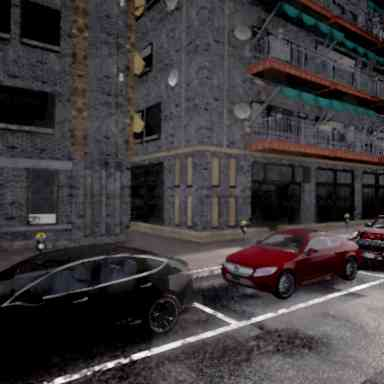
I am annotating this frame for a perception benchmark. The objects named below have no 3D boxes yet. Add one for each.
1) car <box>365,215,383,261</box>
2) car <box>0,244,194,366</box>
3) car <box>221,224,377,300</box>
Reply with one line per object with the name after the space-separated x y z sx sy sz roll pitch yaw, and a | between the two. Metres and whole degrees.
7.272 1.502 11.735 4.097 1.590 1.967 0 0 -35 | car
-1.951 1.572 5.161 4.313 1.339 1.947 0 0 -35 | car
2.660 1.615 8.448 4.206 1.307 1.802 0 0 -35 | car
